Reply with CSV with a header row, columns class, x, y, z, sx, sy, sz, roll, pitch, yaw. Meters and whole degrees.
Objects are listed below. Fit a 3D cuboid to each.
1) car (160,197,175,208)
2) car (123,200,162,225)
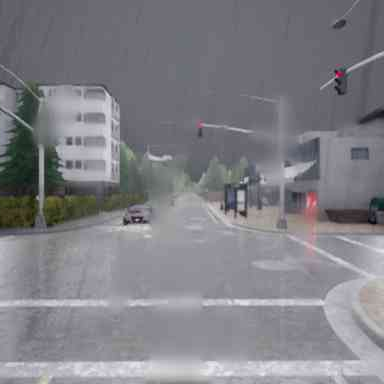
class,x,y,z,sx,sy,sz,roll,pitch,yaw
car,-3.464,1.441,46.766,1.837,1.490,4.892,0,2,0
car,-3.482,1.545,23.067,1.994,1.385,4.181,0,1,0
